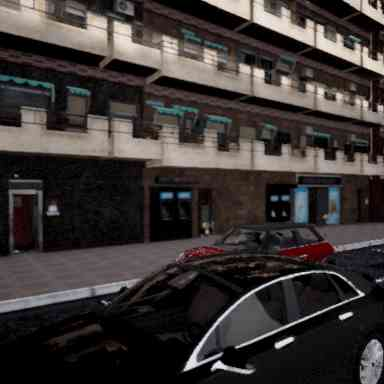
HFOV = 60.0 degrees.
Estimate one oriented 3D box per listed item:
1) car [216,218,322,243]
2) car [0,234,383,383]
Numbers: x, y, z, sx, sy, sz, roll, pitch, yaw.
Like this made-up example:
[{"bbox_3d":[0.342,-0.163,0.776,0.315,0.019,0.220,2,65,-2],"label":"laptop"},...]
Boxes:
[{"bbox_3d":[1.480,1.456,7.639,4.097,1.590,1.967,0,-1,-36],"label":"car"},{"bbox_3d":[0.341,1.511,3.610,4.892,1.490,1.837,0,0,-35],"label":"car"}]
